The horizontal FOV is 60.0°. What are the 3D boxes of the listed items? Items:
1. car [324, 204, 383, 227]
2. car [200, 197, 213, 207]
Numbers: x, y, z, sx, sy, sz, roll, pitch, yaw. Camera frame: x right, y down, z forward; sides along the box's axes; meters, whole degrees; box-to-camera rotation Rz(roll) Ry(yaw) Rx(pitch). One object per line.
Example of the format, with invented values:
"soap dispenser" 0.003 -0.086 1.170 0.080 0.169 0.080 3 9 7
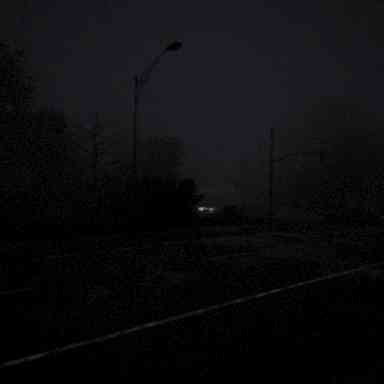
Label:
"car" 11.870 1.647 23.950 2.128 1.511 4.902 2 -1 -29
"car" 1.562 1.401 48.258 1.812 1.442 4.674 1 2 -17
